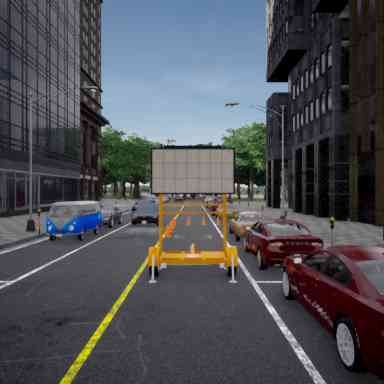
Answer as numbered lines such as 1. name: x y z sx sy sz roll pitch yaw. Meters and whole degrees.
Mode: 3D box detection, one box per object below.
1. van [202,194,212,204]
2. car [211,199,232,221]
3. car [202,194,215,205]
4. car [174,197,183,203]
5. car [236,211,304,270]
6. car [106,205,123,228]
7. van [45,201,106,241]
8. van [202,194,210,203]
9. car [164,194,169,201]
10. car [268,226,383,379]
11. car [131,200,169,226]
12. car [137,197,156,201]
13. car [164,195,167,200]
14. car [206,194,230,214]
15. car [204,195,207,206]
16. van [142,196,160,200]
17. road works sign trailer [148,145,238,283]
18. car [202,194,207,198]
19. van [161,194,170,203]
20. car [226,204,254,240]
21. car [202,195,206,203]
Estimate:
1. van: 2.941 1.360 65.303 1.690 1.788 3.998 0 0 0
2. car: 2.837 1.527 27.410 1.752 1.417 4.829 0 0 0
3. car: 2.926 1.330 59.866 2.192 1.841 5.009 0 0 0
4. car: -2.805 1.623 70.597 1.895 1.301 4.718 0 0 0
5. car: 2.792 1.545 10.927 1.887 1.381 4.507 0 0 0
6. car: -5.704 1.551 21.826 2.008 1.369 4.403 0 0 0
7. van: -5.719 1.341 16.389 1.690 1.788 3.998 0 0 0
8. van: 2.956 1.363 70.740 1.690 1.788 3.998 0 0 0
9. car: -5.599 1.540 59.719 1.752 1.417 4.829 0 0 0
10. car: 2.777 1.545 5.490 1.887 1.381 4.507 0 0 0
11. car: -3.036 1.548 23.799 2.033 1.411 5.357 0 0 0
12. car: -5.659 1.570 38.139 1.947 1.339 4.313 0 0 0
13. car: -5.614 1.578 54.451 1.947 1.339 4.313 0 0 0
14. car: 2.851 1.318 32.678 2.192 1.841 5.009 0 0 0
15. car: 2.882 1.532 43.722 1.752 1.417 4.829 0 0 0
16. van: -5.644 1.348 43.576 1.690 1.788 3.998 0 0 0
17. road works sign trailer: 0.026 0.464 9.640 2.380 3.560 2.880 0 0 0
18. car: 2.911 1.452 54.428 1.967 1.590 4.097 0 0 0
19. van: -5.569 1.363 70.764 1.690 1.788 3.998 0 0 0
20. car: 2.807 1.526 16.535 1.752 1.417 4.829 0 0 0
21. car: 2.896 1.554 48.990 1.887 1.381 4.507 0 0 0
